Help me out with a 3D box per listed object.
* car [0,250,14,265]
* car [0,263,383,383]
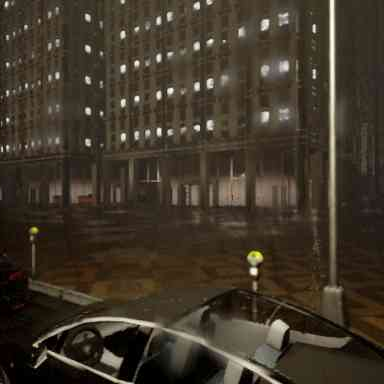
[{"bbox_3d":[-4.808,1.570,6.306,4.313,1.339,1.947,0,0,36],"label":"car"},{"bbox_3d":[-0.223,1.567,3.035,4.313,1.339,1.947,0,0,36],"label":"car"}]
